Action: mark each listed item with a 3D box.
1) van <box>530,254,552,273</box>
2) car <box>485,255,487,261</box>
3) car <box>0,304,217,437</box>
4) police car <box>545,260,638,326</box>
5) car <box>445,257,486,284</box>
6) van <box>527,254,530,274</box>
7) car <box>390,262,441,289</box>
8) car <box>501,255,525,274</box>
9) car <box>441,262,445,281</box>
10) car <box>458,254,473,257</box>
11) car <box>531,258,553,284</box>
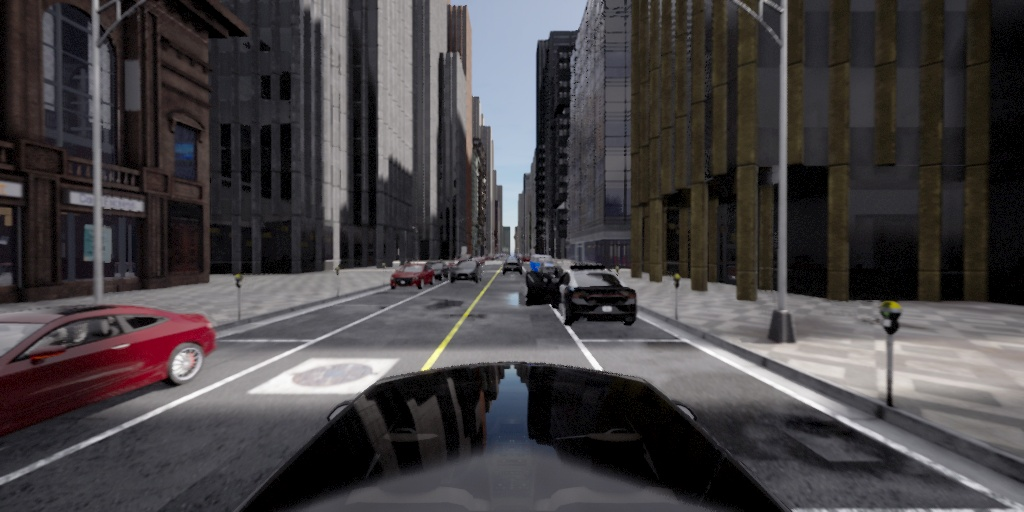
[{"bbox_3d":[2.772,0.825,32.434,1.690,1.789,3.998,0,0,0],"label":"van"},{"bbox_3d":[-5.744,0.830,60.510,1.802,1.307,4.207,0,0,0],"label":"car"},{"bbox_3d":[-5.762,1.309,4.329,1.802,1.307,4.207,0,0,0],"label":"car"},{"bbox_3d":[2.369,1.090,11.504,1.930,1.638,5.238,0,0,0],"label":"police car"},{"bbox_3d":[-3.090,1.054,24.885,1.837,1.490,4.892,0,0,0],"label":"car"},{"bbox_3d":[2.774,0.777,38.052,1.690,1.789,3.998,0,0,0],"label":"van"},{"bbox_3d":[-5.757,1.126,21.183,1.888,1.381,4.507,0,0,0],"label":"car"},{"bbox_3d":[0.052,0.970,34.750,1.837,1.490,4.892,0,1,1],"label":"car"},{"bbox_3d":[-5.755,1.098,26.802,1.948,1.339,4.313,0,0,0],"label":"car"},{"bbox_3d":[-5.750,0.704,43.655,2.192,1.841,5.009,0,0,0],"label":"car"},{"bbox_3d":[2.770,1.083,26.816,2.007,1.370,4.403,0,0,0],"label":"car"}]
